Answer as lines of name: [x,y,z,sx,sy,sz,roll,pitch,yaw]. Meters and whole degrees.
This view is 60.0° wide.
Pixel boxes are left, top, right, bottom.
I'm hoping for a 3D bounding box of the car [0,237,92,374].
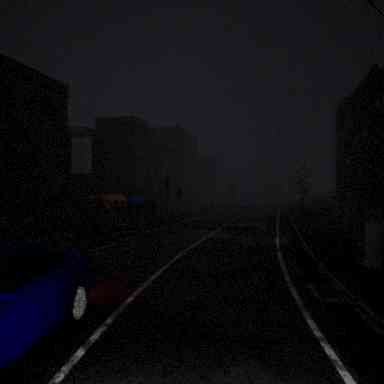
car: [-2.988,1.485,4.402,1.882,1.535,5.008,0,0,5]
